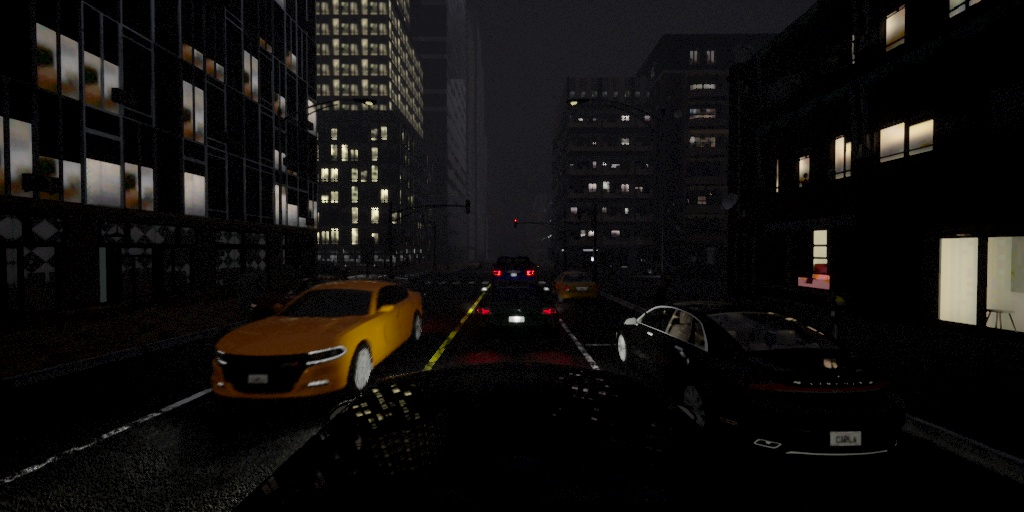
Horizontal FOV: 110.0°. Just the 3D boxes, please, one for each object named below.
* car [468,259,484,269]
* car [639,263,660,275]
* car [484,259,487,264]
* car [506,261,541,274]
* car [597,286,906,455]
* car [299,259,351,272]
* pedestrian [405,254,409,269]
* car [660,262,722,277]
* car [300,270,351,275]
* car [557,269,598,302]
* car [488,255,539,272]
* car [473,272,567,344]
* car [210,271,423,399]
[{"bbox_3d":[-5.709,1.261,54.269,1.751,1.417,4.829,0,0,0],"label":"car"},{"bbox_3d":[16.295,1.370,39.630,4.403,1.370,2.007,0,0,1],"label":"car"},{"bbox_3d":[-5.711,1.300,60.093,1.948,1.339,4.313,0,0,0],"label":"car"},{"bbox_3d":[1.306,1.301,42.104,1.994,1.385,4.181,0,0,-33],"label":"car"},{"bbox_3d":[2.817,1.299,5.198,2.007,1.370,4.403,0,0,0],"label":"car"},{"bbox_3d":[-17.870,1.152,34.291,4.674,1.442,1.812,1,1,2],"label":"car"},{"bbox_3d":[-12.563,0.667,42.954,0.375,1.860,0.375,0,0,1],"label":"pedestrian"},{"bbox_3d":[18.603,1.430,37.001,5.357,1.411,2.033,0,1,1],"label":"car"},{"bbox_3d":[-5.825,1.292,10.897,1.888,1.381,4.507,0,0,0],"label":"car"},{"bbox_3d":[2.813,1.270,16.657,1.751,1.417,4.829,0,0,0],"label":"car"},{"bbox_3d":[0.087,0.966,19.429,2.150,2.045,5.566,0,0,0],"label":"car"},{"bbox_3d":[0.095,1.311,9.621,1.994,1.385,4.181,0,0,0],"label":"car"},{"bbox_3d":[-3.106,1.226,6.877,1.882,1.535,5.008,0,0,0],"label":"car"}]
